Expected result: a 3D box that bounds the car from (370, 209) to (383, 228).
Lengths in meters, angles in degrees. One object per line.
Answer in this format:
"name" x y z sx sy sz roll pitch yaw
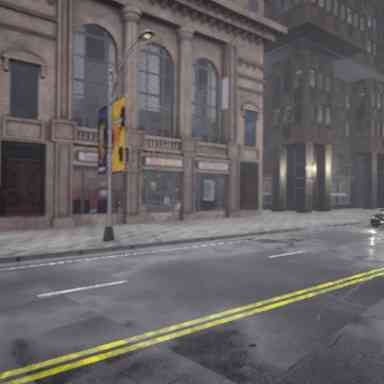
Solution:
"car" 13.168 1.505 21.043 4.674 1.442 1.812 0 0 -36
